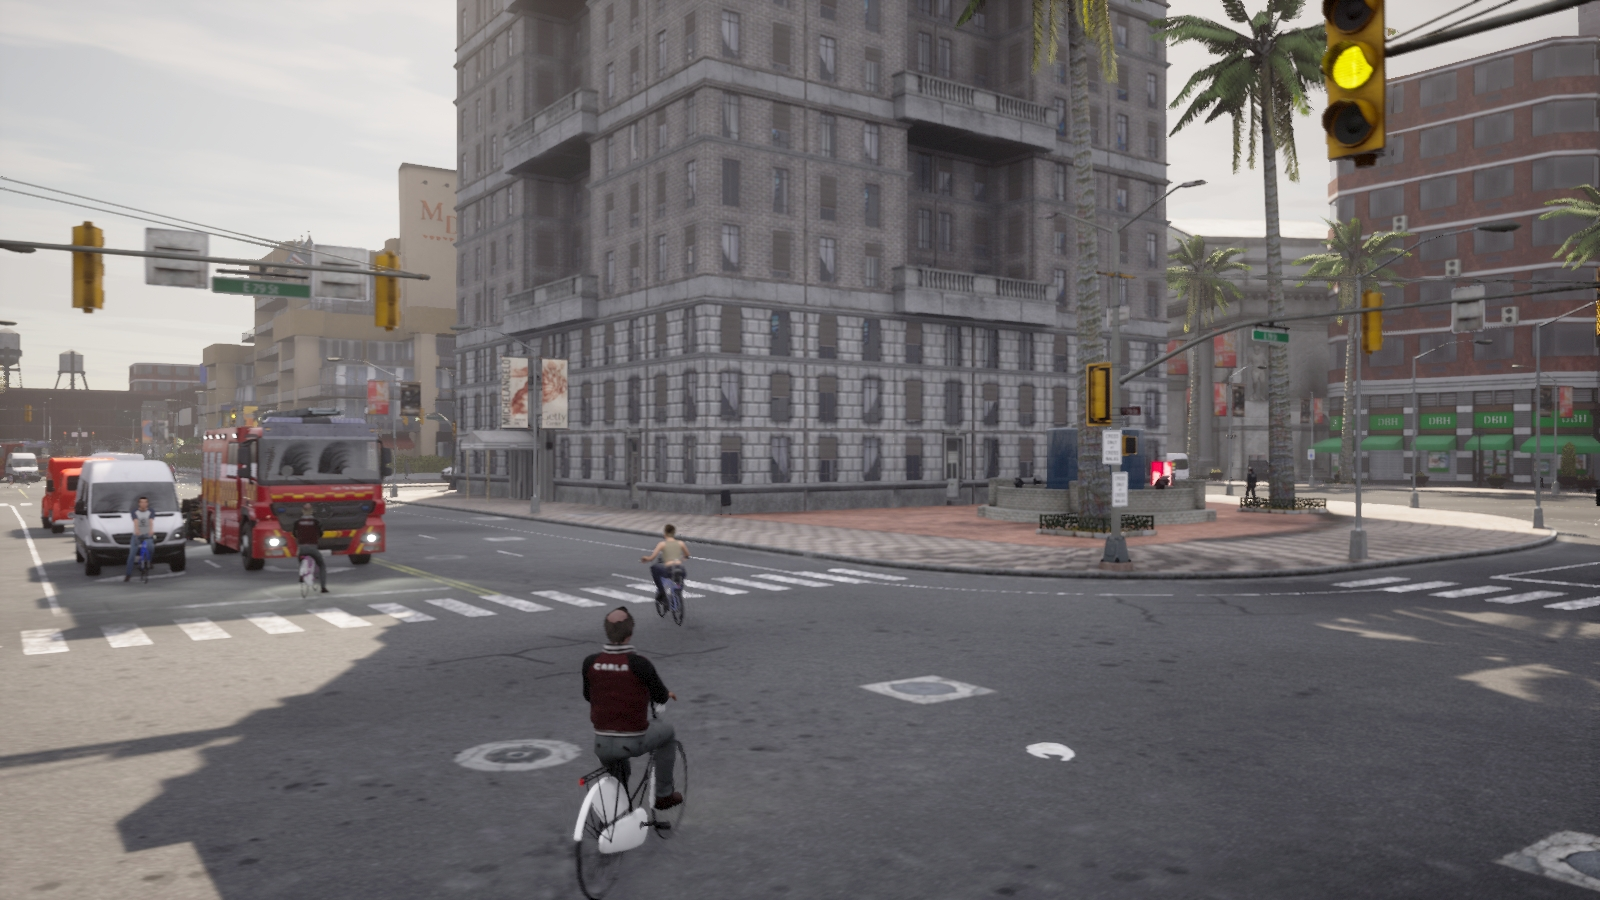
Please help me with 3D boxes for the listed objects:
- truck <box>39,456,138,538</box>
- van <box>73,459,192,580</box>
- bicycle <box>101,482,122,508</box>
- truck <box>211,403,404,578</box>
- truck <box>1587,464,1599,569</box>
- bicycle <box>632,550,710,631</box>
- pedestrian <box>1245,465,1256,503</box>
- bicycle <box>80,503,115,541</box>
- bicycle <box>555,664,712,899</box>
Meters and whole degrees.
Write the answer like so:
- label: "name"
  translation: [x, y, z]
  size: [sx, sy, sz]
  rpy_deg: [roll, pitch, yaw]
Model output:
- label: "truck"
  translation: [-25.012, 1.543, 40.064]
  size: [2.627, 2.467, 5.204]
  rpy_deg: [0, 2, -35]
- label: "van"
  translation: [-16.263, 1.534, 27.674]
  size: [1.988, 2.561, 5.915]
  rpy_deg: [0, 0, -35]
- label: "bicycle"
  translation: [-33.985, 2.210, 56.381]
  size: [0.329, 1.171, 1.835]
  rpy_deg: [0, 0, -13]
- label: "truck"
  translation: [-12.901, 0.891, 29.405]
  size: [2.891, 3.827, 8.468]
  rpy_deg: [0, 0, -35]
- label: "truck"
  translation: [21.553, 1.568, 27.875]
  size: [5.204, 2.467, 2.627]
  rpy_deg: [0, 0, -41]
- label: "bicycle"
  translation: [-2.122, 2.256, 18.597]
  size: [0.859, 1.080, 1.487]
  rpy_deg: [-1, 0, -23]
- label: "pedestrian"
  translation: [22.339, 1.696, 56.626]
  size: [0.375, 1.860, 0.375]
  rpy_deg: [0, 0, -7]
- label: "bicycle"
  translation: [-22.051, 2.256, 35.868]
  size: [0.859, 1.080, 1.487]
  rpy_deg: [0, 0, -35]
- label: "bicycle"
  translation: [-1.067, 2.210, 7.714]
  size: [0.329, 1.171, 1.835]
  rpy_deg: [-1, 0, 15]
